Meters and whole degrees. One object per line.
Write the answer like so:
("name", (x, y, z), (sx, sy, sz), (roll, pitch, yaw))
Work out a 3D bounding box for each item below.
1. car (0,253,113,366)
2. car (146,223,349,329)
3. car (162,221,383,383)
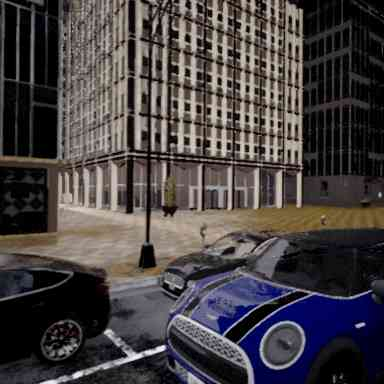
("car", (-3.189, 1.566, 4.276), (4.313, 1.339, 1.947), (0, 0, -35))
("car", (1.405, 1.570, 7.553), (4.403, 1.369, 2.008), (0, 0, -35))
("car", (1.877, 1.367, 4.702), (4.553, 1.767, 2.097), (0, 0, -35))
